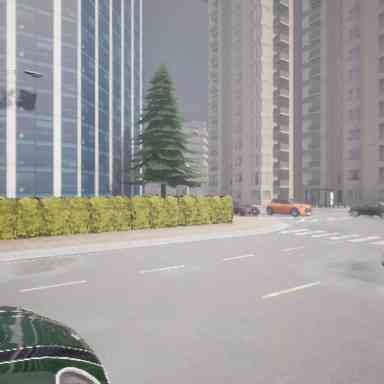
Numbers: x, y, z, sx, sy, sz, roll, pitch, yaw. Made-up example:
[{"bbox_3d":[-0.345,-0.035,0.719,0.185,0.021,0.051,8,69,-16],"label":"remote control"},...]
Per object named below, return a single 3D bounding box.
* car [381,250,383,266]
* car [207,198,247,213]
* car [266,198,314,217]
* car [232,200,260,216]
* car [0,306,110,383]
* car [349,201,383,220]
[{"bbox_3d":[7.022,1.601,8.728,4.718,1.301,1.895,0,0,-35],"label":"car"},{"bbox_3d":[4.113,1.533,39.767,1.882,1.535,5.008,0,0,-35],"label":"car"},{"bbox_3d":[9.436,1.407,32.246,2.097,1.767,4.553,0,0,-35],"label":"car"},{"bbox_3d":[4.716,1.619,32.855,1.994,1.385,4.181,0,0,-35],"label":"car"},{"bbox_3d":[-2.718,1.352,1.814,4.553,1.767,2.097,0,0,-35],"label":"car"},{"bbox_3d":[15.888,1.509,28.643,2.128,1.511,4.902,0,-1,-20],"label":"car"}]
